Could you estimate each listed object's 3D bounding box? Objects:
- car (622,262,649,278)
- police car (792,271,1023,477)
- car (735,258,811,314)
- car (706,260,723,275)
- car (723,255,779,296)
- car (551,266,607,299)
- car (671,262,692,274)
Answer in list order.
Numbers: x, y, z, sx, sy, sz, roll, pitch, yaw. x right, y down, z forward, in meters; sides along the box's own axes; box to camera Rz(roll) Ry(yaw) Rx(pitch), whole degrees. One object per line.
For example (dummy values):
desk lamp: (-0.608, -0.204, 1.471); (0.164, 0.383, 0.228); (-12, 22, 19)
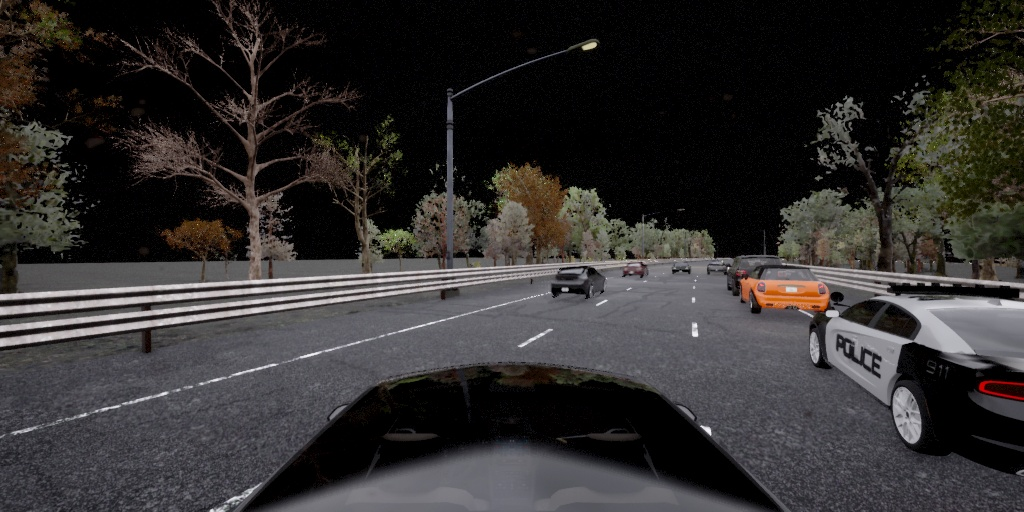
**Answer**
car: (11.880, 1.287, 34.356); (1.812, 1.442, 4.674); (0, 0, 28)
police car: (5.608, 1.175, 4.699); (1.930, 1.638, 5.238); (0, 0, 26)
car: (9.934, 1.102, 13.421); (2.097, 1.767, 4.553); (0, 0, 27)
car: (22.453, 1.261, 39.317); (2.128, 1.511, 4.902); (0, 0, 29)
car: (12.647, 0.978, 18.754); (2.150, 2.045, 5.566); (0, 0, 27)
car: (3.490, 1.256, 18.246); (1.837, 1.490, 4.892); (0, 0, 27)
car: (19.342, 1.370, 40.798); (1.895, 1.301, 4.718); (0, 0, 29)
